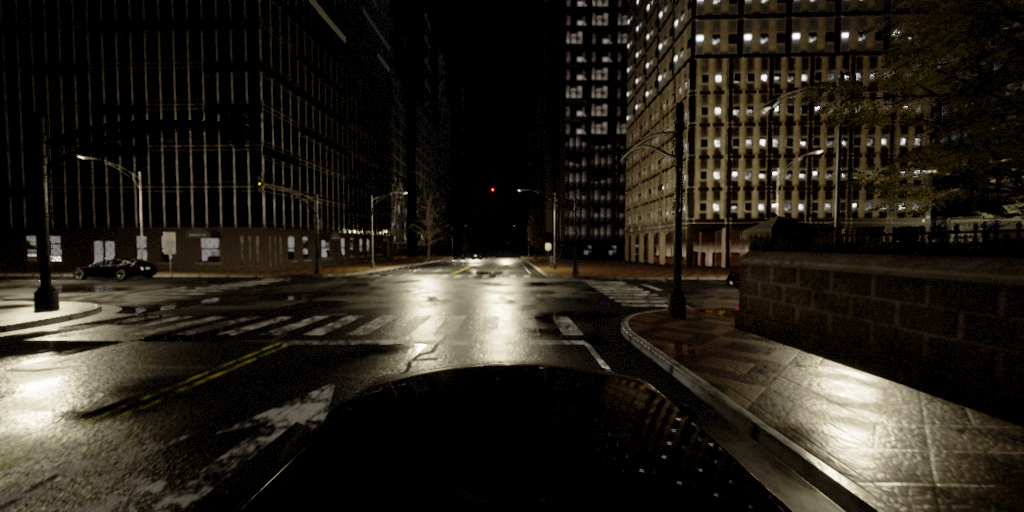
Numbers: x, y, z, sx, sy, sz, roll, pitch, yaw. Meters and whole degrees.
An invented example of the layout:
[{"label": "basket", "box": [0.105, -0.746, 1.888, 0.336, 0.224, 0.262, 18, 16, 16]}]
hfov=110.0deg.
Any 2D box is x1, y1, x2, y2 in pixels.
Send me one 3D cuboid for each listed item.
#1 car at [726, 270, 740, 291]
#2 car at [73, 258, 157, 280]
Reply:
[{"label": "car", "box": [12.435, 1.065, 16.478, 4.674, 1.442, 1.812, 0, 2, 2]}, {"label": "car", "box": [-25.614, 0.820, 23.258, 4.313, 1.339, 1.948, 0, 0, 2]}]
